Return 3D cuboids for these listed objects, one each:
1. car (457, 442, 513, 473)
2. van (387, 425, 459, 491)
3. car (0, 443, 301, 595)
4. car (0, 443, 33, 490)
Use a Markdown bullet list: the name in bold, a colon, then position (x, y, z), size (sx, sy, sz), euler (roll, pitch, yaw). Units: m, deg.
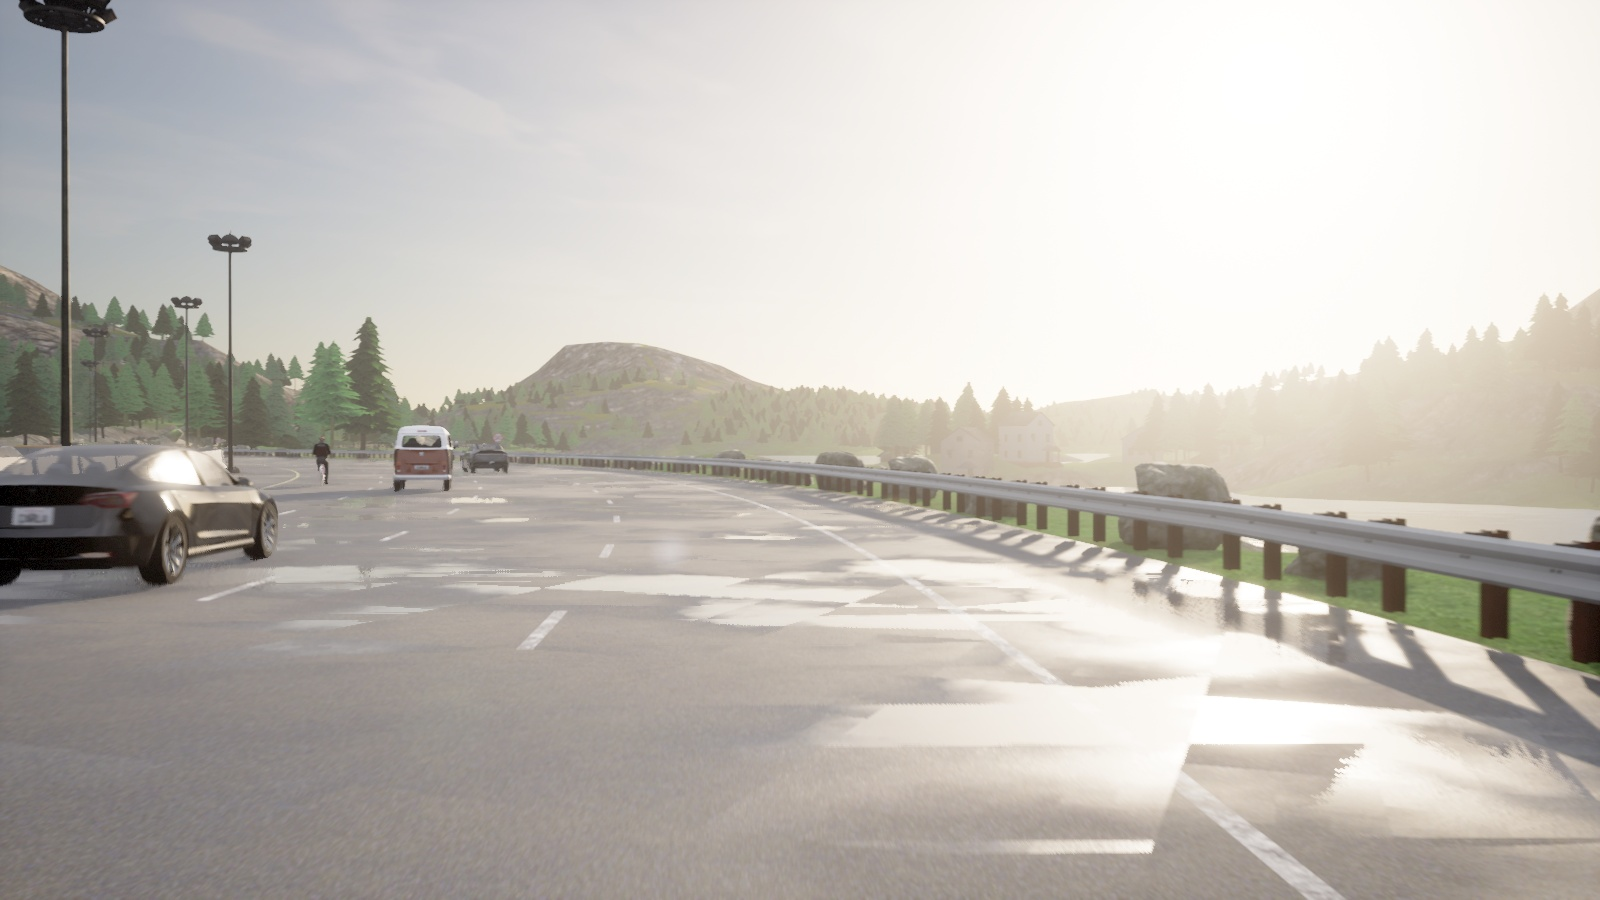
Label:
- **car**: position (-15.988, 0.337, 63.597), size (2.128, 1.511, 4.902), euler (0, 0, -22)
- **van**: position (-12.224, 0.234, 40.923), size (2.069, 2.038, 4.480), euler (0, 0, -14)
- **car**: position (-7.689, 0.660, 14.690), size (2.163, 1.488, 4.792), euler (0, 0, -5)
- **car**: position (-26.646, 0.511, 40.655), size (1.837, 1.490, 4.892), euler (0, 0, -16)
